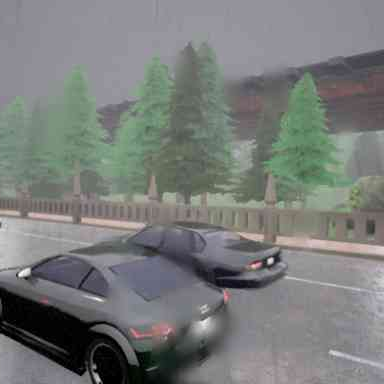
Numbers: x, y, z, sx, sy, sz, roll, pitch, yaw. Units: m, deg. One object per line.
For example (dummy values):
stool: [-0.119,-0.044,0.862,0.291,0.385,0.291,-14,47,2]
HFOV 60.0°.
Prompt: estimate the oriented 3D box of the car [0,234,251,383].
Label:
car: [-1.494,1.505,5.065,4.181,1.385,1.994,1,1,35]

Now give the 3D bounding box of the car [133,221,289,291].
car: [-0.351,1.473,8.541,5.357,1.411,2.033,1,1,37]

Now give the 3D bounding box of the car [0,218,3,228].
car: [-11.455,1.274,16.482,5.357,1.411,2.033,1,1,36]
